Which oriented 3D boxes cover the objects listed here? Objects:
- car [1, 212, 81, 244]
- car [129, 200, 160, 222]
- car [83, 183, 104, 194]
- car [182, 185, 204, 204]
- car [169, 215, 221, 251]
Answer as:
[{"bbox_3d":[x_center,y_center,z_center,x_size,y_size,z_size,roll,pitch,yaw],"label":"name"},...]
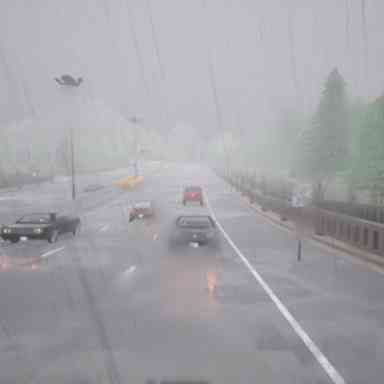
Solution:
[{"bbox_3d":[-6.901,1.602,15.862,1.895,1.301,4.718,0,0,0],"label":"car"},{"bbox_3d":[-3.401,1.318,24.408,1.812,1.442,4.674,0,2,0],"label":"car"},{"bbox_3d":[-14.064,-0.566,47.538,1.895,1.301,4.718,0,7,1],"label":"car"},{"bbox_3d":[0.097,0.175,37.118,2.150,2.045,5.566,0,5,0],"label":"car"},{"bbox_3d":[0.099,1.611,14.138,1.895,1.301,4.718,0,0,0],"label":"car"}]
